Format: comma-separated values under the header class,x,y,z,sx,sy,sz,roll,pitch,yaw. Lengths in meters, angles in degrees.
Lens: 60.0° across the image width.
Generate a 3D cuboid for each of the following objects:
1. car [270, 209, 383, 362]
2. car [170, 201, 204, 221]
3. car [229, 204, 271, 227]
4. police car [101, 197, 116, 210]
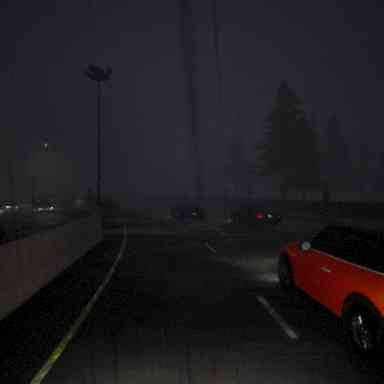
class,x,y,z,sx,sy,sz,roll,pitch,yaw
car,3.192,1.352,6.114,2.097,1.767,4.553,0,0,-3
car,-0.489,1.512,27.456,1.882,1.535,5.008,0,0,-15
car,4.278,1.565,23.092,2.033,1.411,5.357,0,0,-13
police car,-11.221,1.503,43.178,1.930,1.638,5.238,0,0,-26
